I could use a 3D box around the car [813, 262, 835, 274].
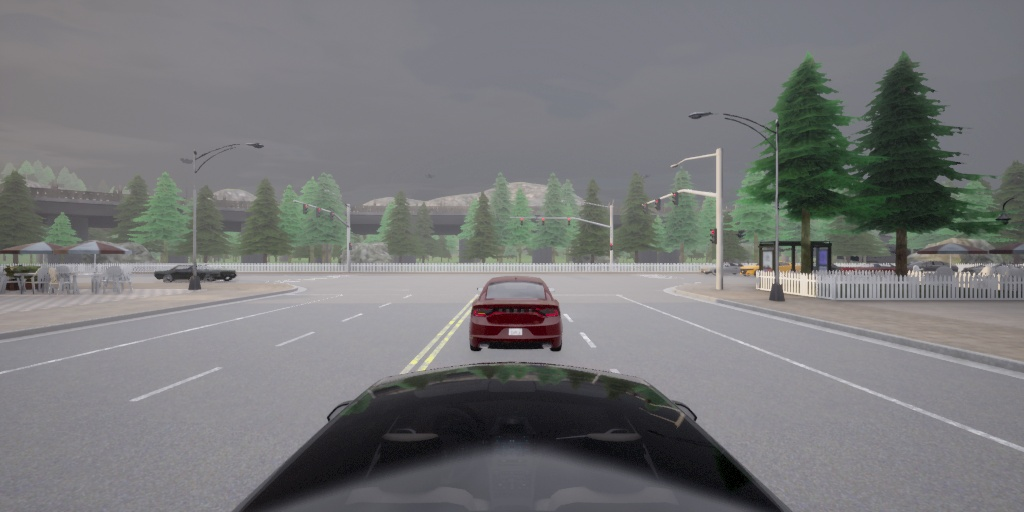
[{"bbox_3d":[31.050,1.295,36.498,4.718,1.301,1.895,0,0,2],"label":"car"}]

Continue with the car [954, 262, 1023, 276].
[{"bbox_3d":[43.003,1.258,31.776,4.181,1.385,1.994,0,0,14],"label":"car"}]

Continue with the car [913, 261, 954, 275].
[{"bbox_3d":[40.969,1.199,35.696,4.892,1.490,1.837,0,0,10],"label":"car"}]

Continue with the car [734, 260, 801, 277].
[{"bbox_3d":[23.817,1.172,33.115,5.008,1.535,1.882,0,0,1],"label":"car"}]

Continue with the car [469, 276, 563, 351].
[{"bbox_3d":[0.103,1.228,8.989,1.882,1.535,5.008,0,0,1],"label":"car"}]

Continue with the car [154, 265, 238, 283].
[{"bbox_3d":[-23.021,1.295,26.267,4.718,1.301,1.895,0,0,0],"label":"car"}]

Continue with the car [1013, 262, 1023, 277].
[{"bbox_3d":[50.983,1.242,33.042,5.357,1.411,2.033,0,0,22],"label":"car"}]

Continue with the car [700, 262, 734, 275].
[{"bbox_3d":[21.881,1.295,36.646,4.718,1.301,1.895,0,0,1],"label":"car"}]

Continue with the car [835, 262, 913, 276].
[{"bbox_3d":[33.121,1.295,32.923,4.718,1.301,1.895,0,0,2],"label":"car"}]
